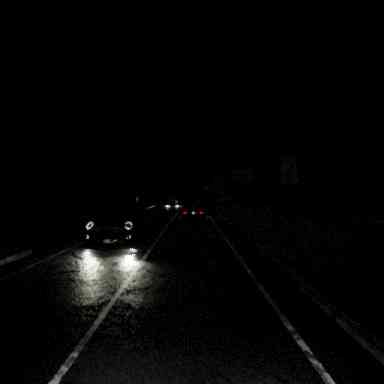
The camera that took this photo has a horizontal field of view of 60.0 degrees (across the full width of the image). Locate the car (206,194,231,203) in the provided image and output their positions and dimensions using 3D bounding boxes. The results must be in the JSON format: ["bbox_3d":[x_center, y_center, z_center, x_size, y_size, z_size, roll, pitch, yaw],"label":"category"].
[{"bbox_3d":[6.191,1.610,78.344,5.566,2.045,2.435,0,-1,-1],"label":"car"}]

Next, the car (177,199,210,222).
[{"bbox_3d":[0.097,1.552,26.369,2.033,1.411,5.357,0,0,0],"label":"car"}]

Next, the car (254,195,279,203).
[{"bbox_3d":[18.353,1.731,82.282,5.566,2.045,2.435,0,-2,-1],"label":"car"}]

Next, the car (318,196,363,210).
[{"bbox_3d":[18.751,1.325,41.683,4.553,1.767,2.185,0,0,0],"label":"car"}]

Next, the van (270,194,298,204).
[{"bbox_3d":[18.425,1.365,65.650,4.442,1.987,1.878,0,-1,0],"label":"van"}]

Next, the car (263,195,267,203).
[{"bbox_3d":[18.683,1.688,71.102,5.366,1.575,1.946,0,-1,0],"label":"car"}]

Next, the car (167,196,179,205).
[{"bbox_3d":[-3.319,1.496,57.744,1.882,1.535,5.008,0,0,0],"label":"car"}]

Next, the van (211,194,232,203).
[{"bbox_3d":[6.336,1.485,72.154,4.442,1.987,1.878,0,-1,0],"label":"van"}]

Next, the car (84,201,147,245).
[{"bbox_3d":[-3.351,1.355,15.348,2.097,1.767,4.553,0,0,0],"label":"car"}]

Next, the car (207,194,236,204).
[{"bbox_3d":[6.084,1.594,66.193,5.366,1.575,1.946,0,-1,0],"label":"car"}]

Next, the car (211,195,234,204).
[{"bbox_3d":[6.276,1.521,69.115,4.553,1.767,2.185,0,-1,0],"label":"car"}]

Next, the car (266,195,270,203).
[{"bbox_3d":[18.704,1.636,68.442,5.366,1.575,1.946,0,-1,0],"label":"car"}]

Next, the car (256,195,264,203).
[{"bbox_3d":[18.422,1.571,76.822,5.566,2.045,2.435,0,-2,-1],"label":"car"}]

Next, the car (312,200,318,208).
[{"bbox_3d":[18.680,1.492,44.853,4.674,1.452,2.002,0,0,0],"label":"car"}]
